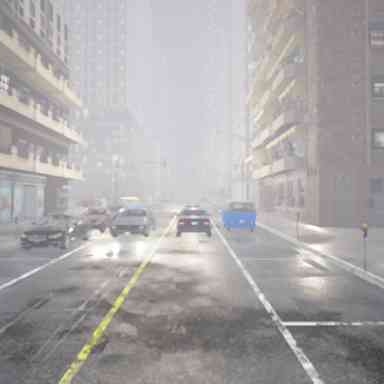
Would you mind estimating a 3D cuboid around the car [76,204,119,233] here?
[{"bbox_3d":[-5.649,1.604,19.822,1.802,1.307,4.206,1,0,0],"label":"car"}]

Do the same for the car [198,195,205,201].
[{"bbox_3d":[2.682,1.622,91.509,1.752,1.417,4.829,1,0,0],"label":"car"}]

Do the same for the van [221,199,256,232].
[{"bbox_3d":[2.702,1.363,19.876,1.690,1.788,3.998,1,0,0],"label":"van"}]

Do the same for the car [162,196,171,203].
[{"bbox_3d":[-5.696,1.661,74.544,1.802,1.307,4.206,1,0,0],"label":"car"}]

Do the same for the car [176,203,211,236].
[{"bbox_3d":[0.094,1.568,18.616,2.033,1.411,5.357,0,0,0],"label":"car"}]

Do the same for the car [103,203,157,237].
[{"bbox_3d":[-3.025,1.568,18.270,2.033,1.411,5.357,0,0,0],"label":"car"}]

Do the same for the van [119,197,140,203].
[{"bbox_3d":[-5.817,1.374,30.903,1.690,1.788,3.998,1,0,0],"label":"van"}]

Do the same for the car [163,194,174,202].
[{"bbox_3d":[-5.692,1.400,80.119,2.192,1.841,5.009,1,0,0],"label":"car"}]

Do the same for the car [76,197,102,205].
[{"bbox_3d":[-16.505,1.554,53.546,4.097,1.590,1.967,0,-1,0],"label":"car"}]

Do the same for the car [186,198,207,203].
[{"bbox_3d":[0.090,1.583,32.842,2.033,1.411,5.357,0,0,0],"label":"car"}]

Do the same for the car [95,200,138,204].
[{"bbox_3d":[-5.651,1.593,25.361,1.947,1.339,4.313,1,0,0],"label":"car"}]

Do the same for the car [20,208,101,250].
[{"bbox_3d":[-5.647,1.566,14.281,2.008,1.369,4.403,1,0,0],"label":"car"}]

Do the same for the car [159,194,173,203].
[{"bbox_3d":[-5.692,1.513,68.969,1.967,1.590,4.097,1,0,0],"label":"car"}]

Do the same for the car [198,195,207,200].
[{"bbox_3d":[2.682,1.667,80.183,1.802,1.307,4.206,1,0,0],"label":"car"}]
